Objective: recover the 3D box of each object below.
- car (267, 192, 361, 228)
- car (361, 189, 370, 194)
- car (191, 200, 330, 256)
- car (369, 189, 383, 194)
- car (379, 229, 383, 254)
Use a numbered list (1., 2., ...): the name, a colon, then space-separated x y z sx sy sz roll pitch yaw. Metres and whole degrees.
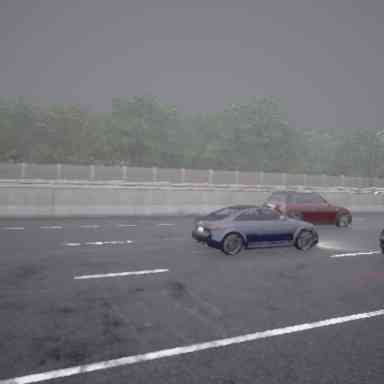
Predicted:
1. car: 5.604 0.792 16.310 4.553 1.767 2.097 1 3 -24
2. car: 26.182 0.260 48.233 4.718 1.301 1.895 1 3 -23
3. car: 2.089 1.132 10.972 4.181 1.385 1.994 1 3 -24
4. car: 26.734 0.201 44.672 4.553 1.767 2.097 1 3 -23
5. car: 7.615 1.343 9.572 4.892 1.490 1.837 1 3 -24
